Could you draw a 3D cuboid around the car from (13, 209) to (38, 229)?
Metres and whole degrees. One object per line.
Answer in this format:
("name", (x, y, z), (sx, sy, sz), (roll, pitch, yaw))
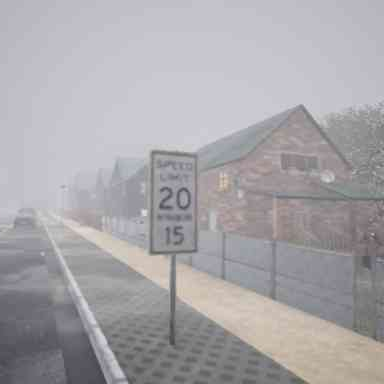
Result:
("car", (-16.713, 2.810, 33.274), (1.882, 1.535, 5.008), (2, -3, -25))

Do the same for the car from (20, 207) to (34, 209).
("car", (-21.562, 2.989, 43.502), (2.150, 2.045, 5.566), (2, -3, -25))
